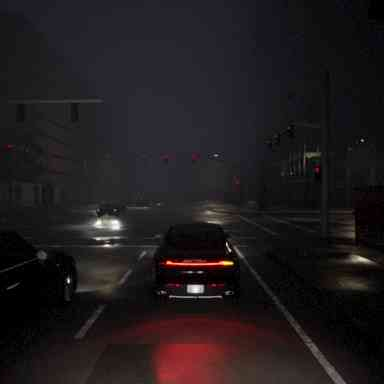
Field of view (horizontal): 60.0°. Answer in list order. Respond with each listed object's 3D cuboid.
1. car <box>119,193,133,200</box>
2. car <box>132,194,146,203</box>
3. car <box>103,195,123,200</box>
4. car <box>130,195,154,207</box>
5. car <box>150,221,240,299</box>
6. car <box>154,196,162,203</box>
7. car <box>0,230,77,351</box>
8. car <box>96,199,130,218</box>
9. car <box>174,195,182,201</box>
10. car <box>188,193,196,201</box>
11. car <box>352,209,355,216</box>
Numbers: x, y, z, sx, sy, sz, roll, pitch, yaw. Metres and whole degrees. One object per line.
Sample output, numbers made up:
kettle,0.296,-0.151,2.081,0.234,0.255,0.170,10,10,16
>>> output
car,-10.930,1.217,54.128,2.150,2.045,5.566,0,1,1
car,-10.701,1.352,67.664,2.097,1.767,4.553,0,0,1
car,-10.962,1.478,44.314,1.882,1.535,5.008,0,0,0
car,-7.460,1.547,50.416,2.033,1.411,5.357,0,0,0
car,0.082,1.505,8.441,1.837,1.490,4.892,0,0,0
car,-7.230,1.477,66.450,1.882,1.535,5.008,0,0,1
car,-3.445,1.352,5.119,2.097,1.767,4.553,0,0,0
car,-7.321,1.627,30.520,1.895,1.301,4.718,0,0,-1
car,-3.507,1.553,84.235,1.994,1.385,4.181,0,0,1
car,-0.004,1.225,84.459,2.150,2.045,5.566,0,0,1
car,15.976,1.656,27.665,4.718,1.301,1.895,0,0,0
